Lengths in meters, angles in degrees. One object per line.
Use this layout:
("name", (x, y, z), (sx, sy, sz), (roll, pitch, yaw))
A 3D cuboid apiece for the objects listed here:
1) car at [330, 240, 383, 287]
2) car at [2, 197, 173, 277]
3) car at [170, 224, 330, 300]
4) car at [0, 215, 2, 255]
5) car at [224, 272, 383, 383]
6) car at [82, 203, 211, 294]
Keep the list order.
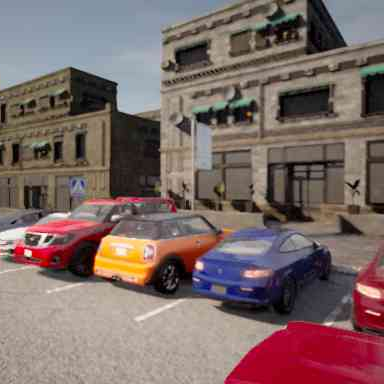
("car", (4.151, 1.520, 5.991), (2.002, 1.452, 4.674), (0, 0, 36))
("car", (-2.593, 1.219, 10.782), (2.435, 2.045, 5.566), (0, 0, 36))
("car", (1.801, 1.517, 7.671), (2.002, 1.452, 4.674), (0, 0, 36))
("car", (-4.820, 1.506, 12.412), (2.002, 1.452, 4.674), (0, 0, 36))
("car", (2.351, 1.602, 1.700), (4.718, 1.301, 1.895), (0, 0, 36))
("car", (-0.352, 1.348, 9.176), (2.185, 1.767, 4.553), (0, 0, 36))
